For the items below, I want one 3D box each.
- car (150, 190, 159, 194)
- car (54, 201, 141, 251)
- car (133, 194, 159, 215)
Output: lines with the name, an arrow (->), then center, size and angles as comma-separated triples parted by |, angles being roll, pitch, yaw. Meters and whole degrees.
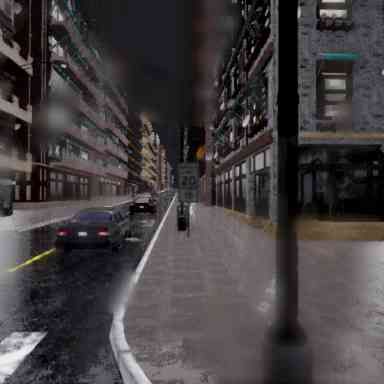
car -> -8.533, 0.265, 76.436 | 2.033, 1.411, 5.357 | 0, 1, -2
car -> -3.362, 1.268, 12.434 | 2.033, 1.411, 5.357 | 0, 1, -2
car -> -3.928, 1.083, 27.426 | 1.994, 1.385, 4.181 | 0, 1, -2
